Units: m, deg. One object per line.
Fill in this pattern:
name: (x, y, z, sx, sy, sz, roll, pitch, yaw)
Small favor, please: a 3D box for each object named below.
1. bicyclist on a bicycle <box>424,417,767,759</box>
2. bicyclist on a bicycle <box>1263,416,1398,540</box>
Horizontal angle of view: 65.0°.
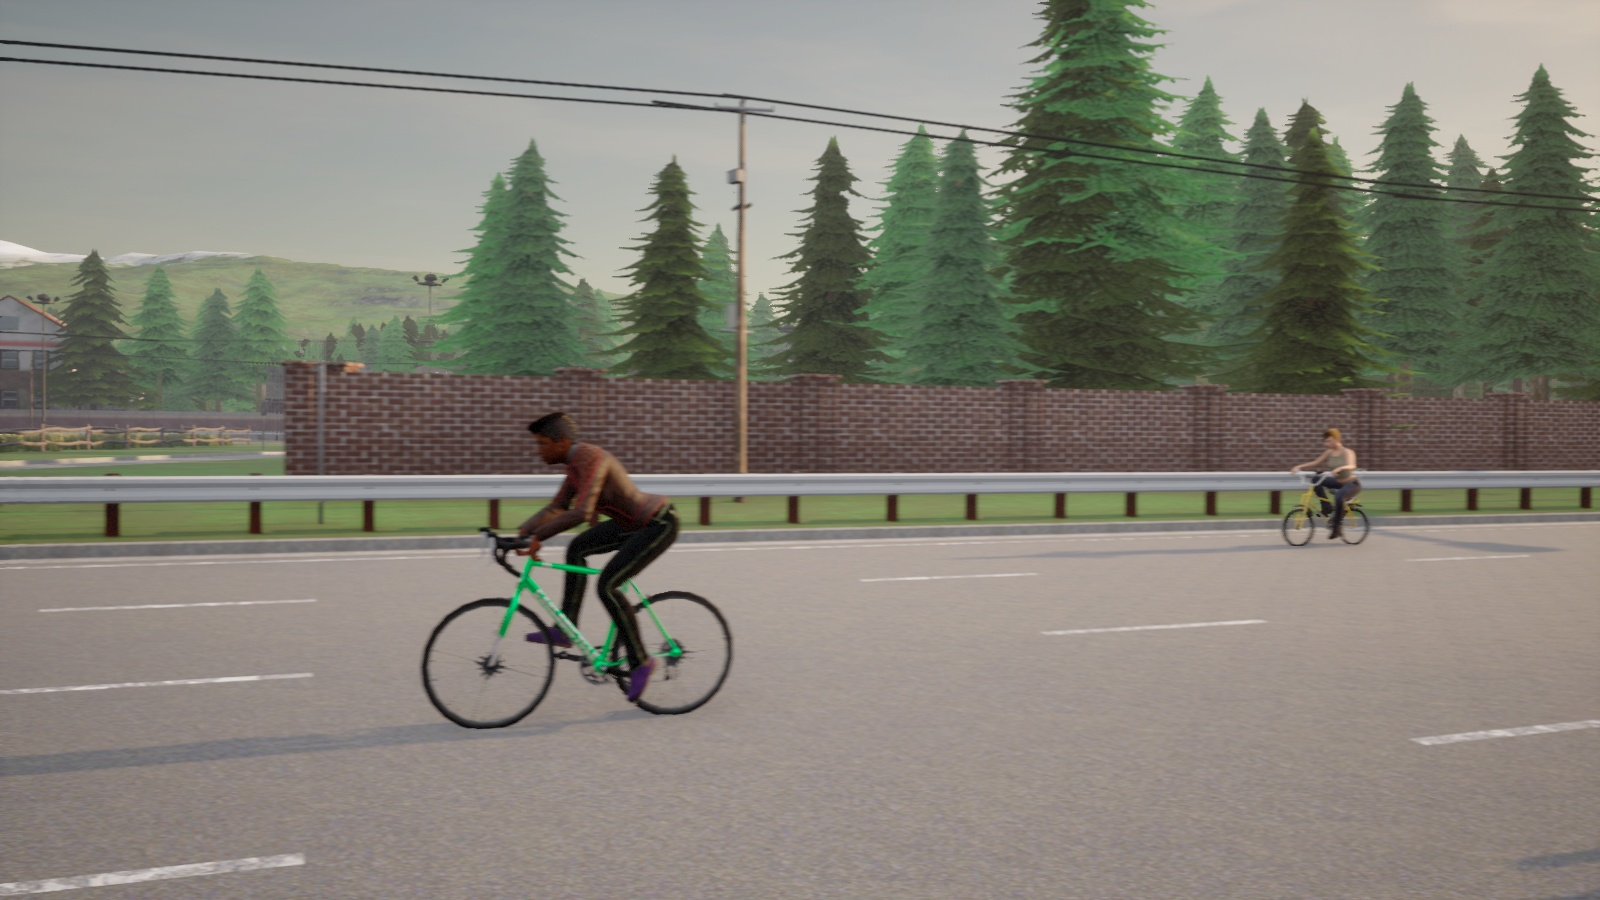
bicyclist on a bicycle: (-1.067, 0.653, 6.577, 1.656, 1.620, 0.582, -1, 1, -21)
bicyclist on a bicycle: (7.272, 0.357, 17.224, 1.509, 1.612, 0.866, -1, 1, -21)
